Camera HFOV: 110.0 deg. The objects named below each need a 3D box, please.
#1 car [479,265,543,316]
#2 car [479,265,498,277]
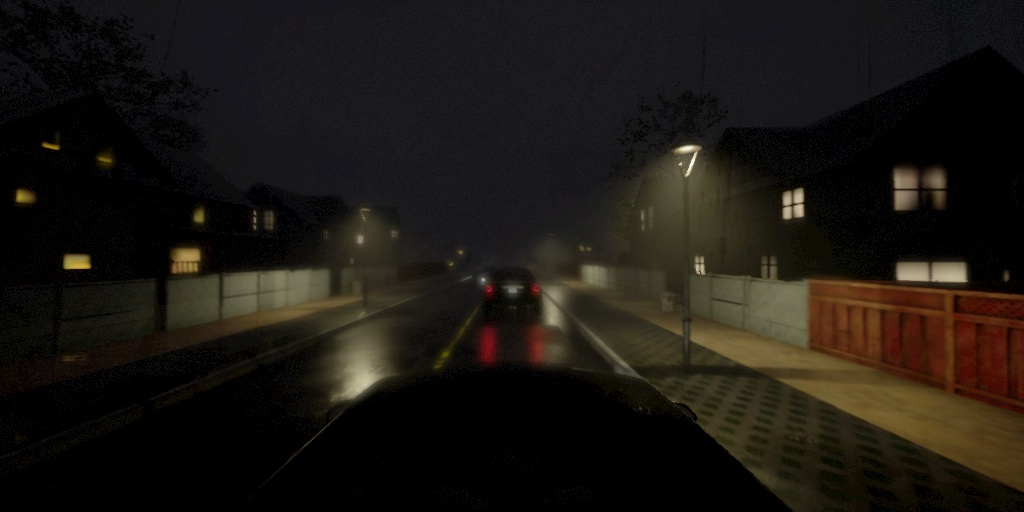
[{"bbox_3d":[0.042,1.205,14.126,2.097,1.767,4.553,0,-1,0],"label":"car"},{"bbox_3d":[-2.800,1.785,43.747,1.994,1.385,4.181,0,-1,1],"label":"car"}]
